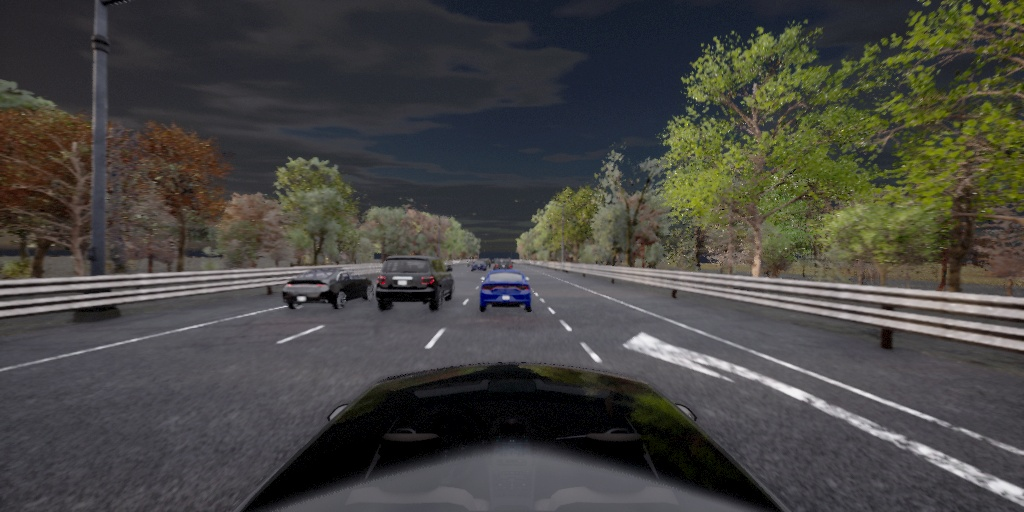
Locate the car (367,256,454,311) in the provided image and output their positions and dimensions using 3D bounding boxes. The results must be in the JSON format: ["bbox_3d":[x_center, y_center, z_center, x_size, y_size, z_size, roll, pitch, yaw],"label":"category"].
[{"bbox_3d":[-3.777,1.013,14.806,2.150,2.045,5.566,0,0,-2],"label":"car"}]

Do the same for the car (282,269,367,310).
[{"bbox_3d":[-7.278,1.262,14.722,2.128,1.511,4.902,0,0,-2],"label":"car"}]

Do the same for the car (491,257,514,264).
[{"bbox_3d":[-0.974,1.189,40.534,2.150,2.045,5.566,0,0,-2],"label":"car"}]

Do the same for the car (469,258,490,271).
[{"bbox_3d":[-4.852,1.392,54.373,2.097,1.767,4.553,0,0,-2],"label":"car"}]

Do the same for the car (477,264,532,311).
[{"bbox_3d":[-0.275,1.290,14.800,1.882,1.535,5.008,0,0,-2],"label":"car"}]
